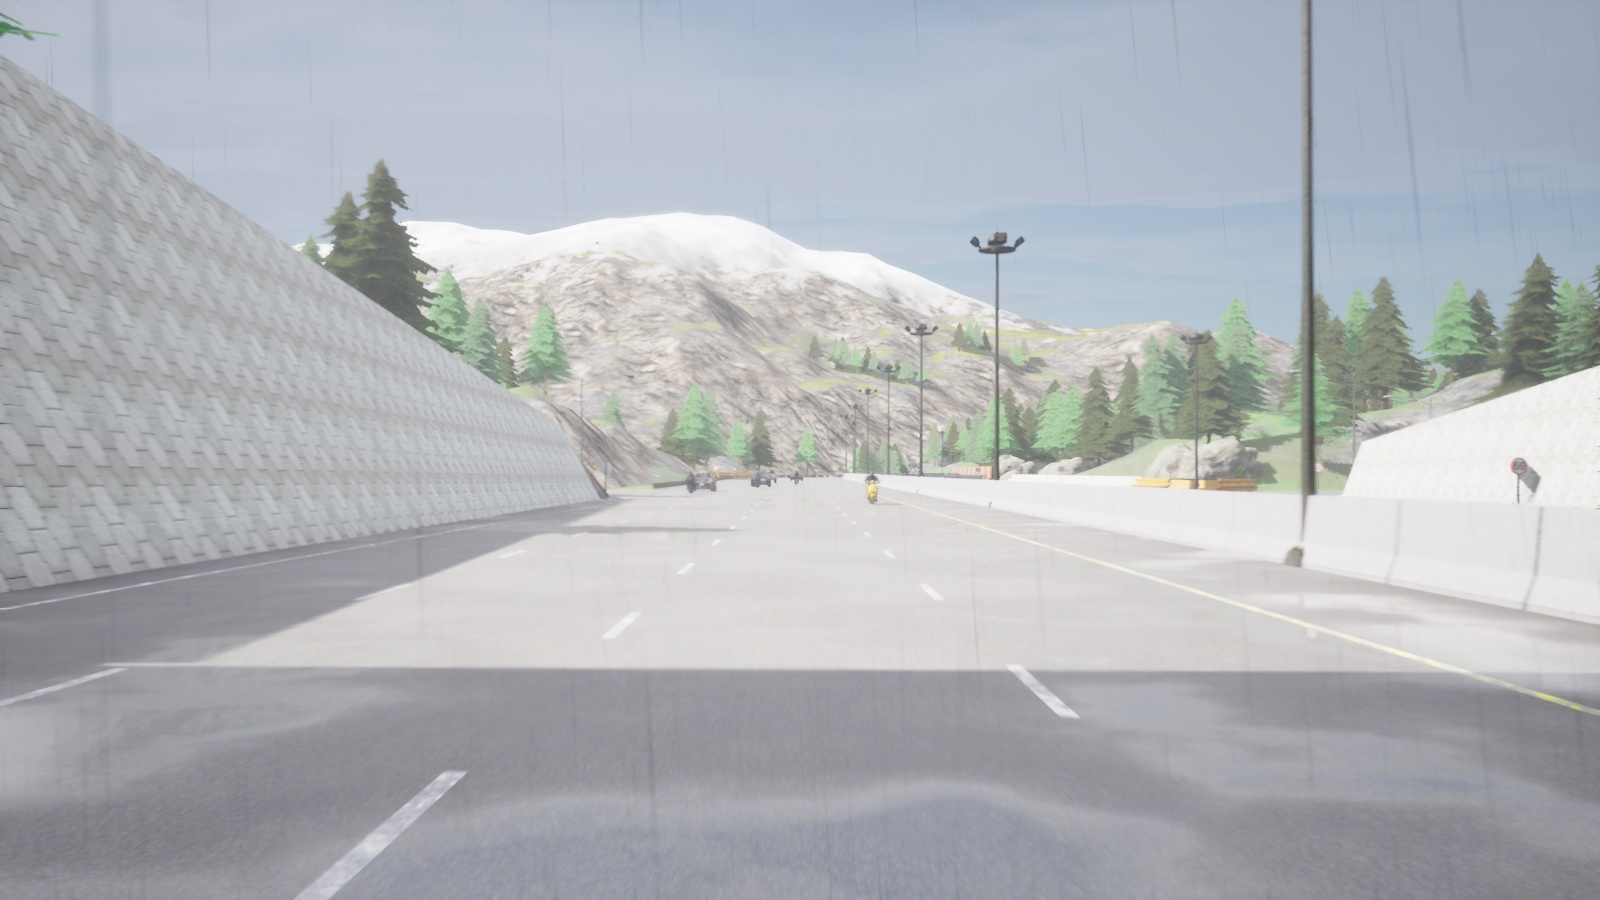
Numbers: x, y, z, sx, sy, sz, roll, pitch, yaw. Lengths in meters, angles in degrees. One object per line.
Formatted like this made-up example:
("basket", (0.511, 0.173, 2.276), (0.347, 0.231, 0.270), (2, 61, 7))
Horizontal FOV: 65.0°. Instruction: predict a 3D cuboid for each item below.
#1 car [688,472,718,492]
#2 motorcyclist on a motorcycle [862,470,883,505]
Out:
("car", (-7.229, 2.383, 94.334), (1.970, 1.475, 3.806), (0, -1, 0))
("motorcyclist on a motorcycle", (3.359, 1.726, 58.229), (0.866, 1.590, 1.817), (0, -1, 0))
